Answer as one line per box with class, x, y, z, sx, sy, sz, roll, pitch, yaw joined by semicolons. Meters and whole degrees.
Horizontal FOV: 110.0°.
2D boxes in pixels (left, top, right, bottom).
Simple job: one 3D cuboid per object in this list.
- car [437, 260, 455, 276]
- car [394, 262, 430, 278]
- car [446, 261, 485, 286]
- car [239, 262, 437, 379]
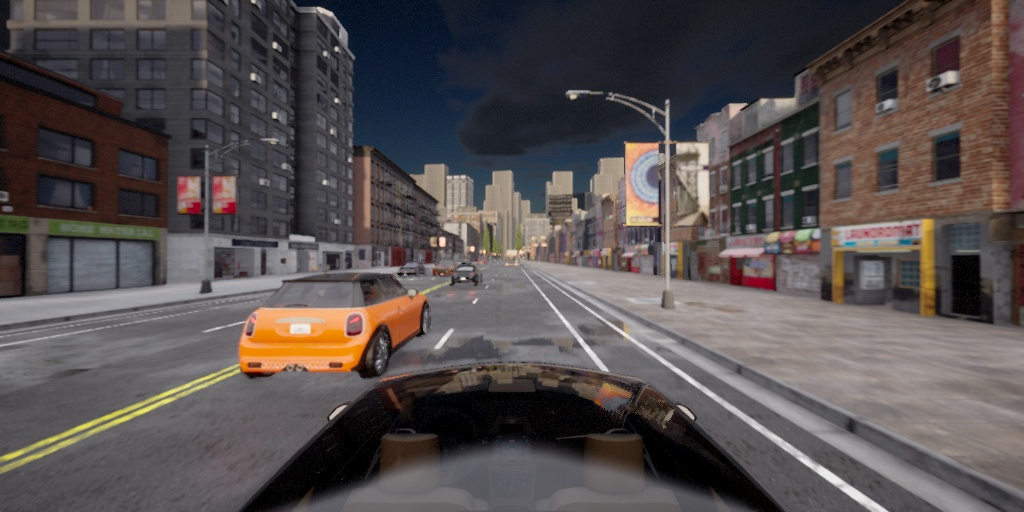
car;-6.592;1.156;36.034;2.097;1.767;4.553;0;0;0
car;-9.845;1.350;35.772;2.033;1.411;5.357;0;0;0
car;-3.154;1.304;25.393;1.812;1.442;4.674;0;0;0
car;-3.152;1.103;7.468;2.097;1.767;4.553;0;0;0
